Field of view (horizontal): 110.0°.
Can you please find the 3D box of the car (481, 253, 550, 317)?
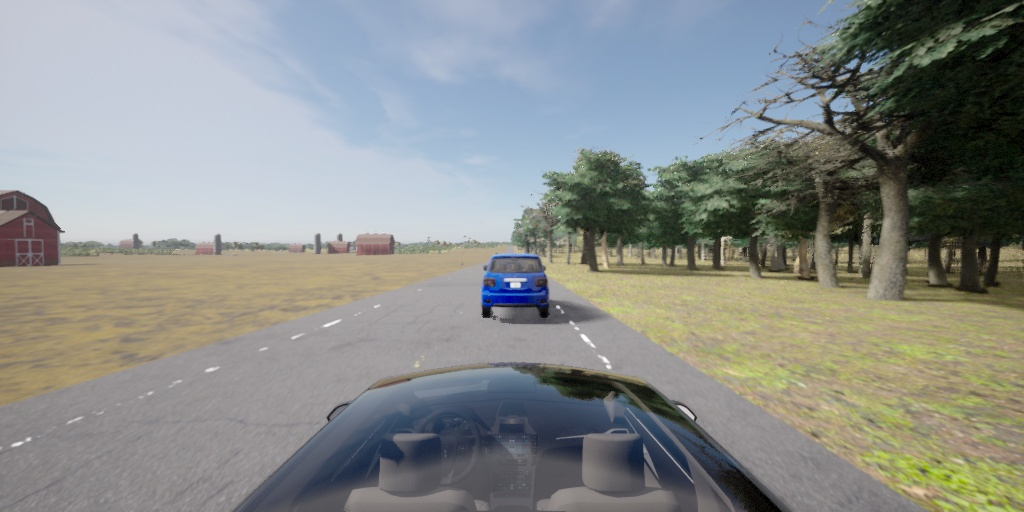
[{"bbox_3d":[0.105,0.932,13.135,2.150,2.045,5.566,0,0,0],"label":"car"}]
